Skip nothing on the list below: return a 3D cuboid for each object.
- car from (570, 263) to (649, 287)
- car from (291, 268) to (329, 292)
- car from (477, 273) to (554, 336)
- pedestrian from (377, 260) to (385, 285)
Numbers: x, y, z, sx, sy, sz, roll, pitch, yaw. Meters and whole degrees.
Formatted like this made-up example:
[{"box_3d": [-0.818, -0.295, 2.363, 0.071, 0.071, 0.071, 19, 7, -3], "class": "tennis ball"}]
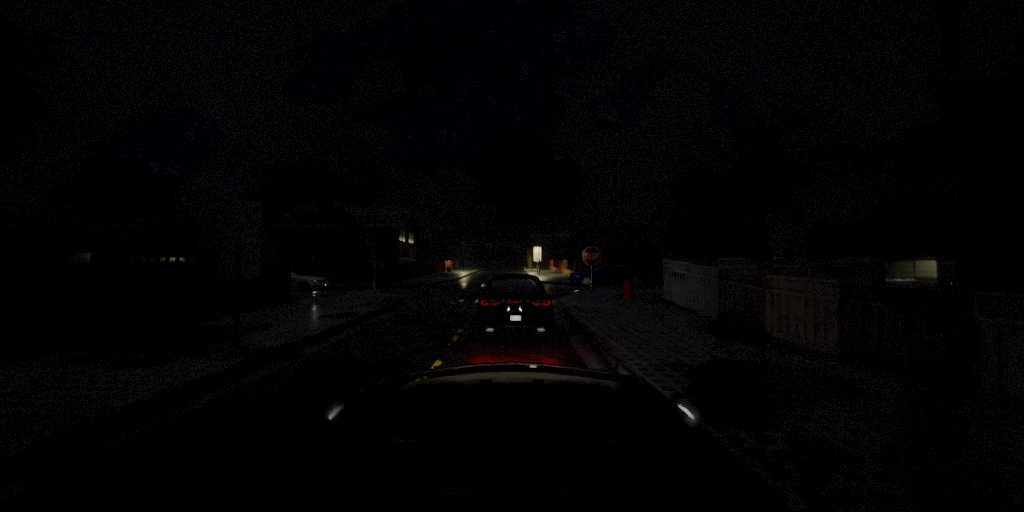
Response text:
[{"box_3d": [6.306, 1.221, 23.537, 5.008, 1.535, 1.882, -1, -2, 1], "class": "car"}, {"box_3d": [-13.128, 1.420, 20.785, 4.674, 1.442, 1.812, -1, -2, 0], "class": "car"}, {"box_3d": [0.080, 1.241, 10.497, 1.882, 1.535, 5.008, 0, 0, 0], "class": "car"}, {"box_3d": [-9.718, 1.199, 26.636, 0.375, 1.860, 0.375, 0, -1, 1], "class": "pedestrian"}]
